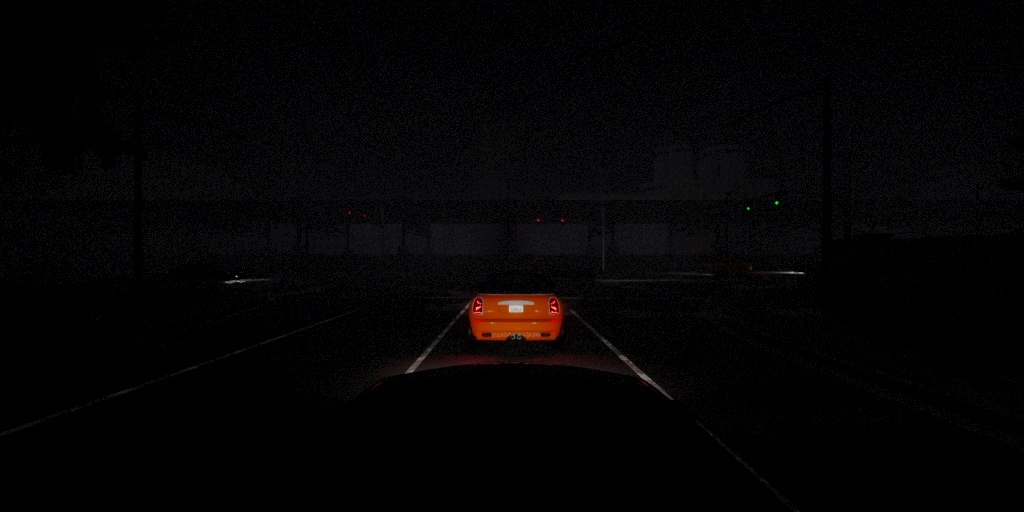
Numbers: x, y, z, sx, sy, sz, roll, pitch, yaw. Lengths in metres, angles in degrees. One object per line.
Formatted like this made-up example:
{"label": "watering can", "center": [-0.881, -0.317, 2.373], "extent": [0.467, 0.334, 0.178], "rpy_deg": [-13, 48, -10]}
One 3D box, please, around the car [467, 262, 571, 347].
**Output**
{"label": "car", "center": [0.083, 1.102, 9.471], "extent": [2.097, 1.767, 4.553], "rpy_deg": [0, 0, 0]}

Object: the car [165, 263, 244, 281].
{"label": "car", "center": [-25.283, 1.293, 29.530], "extent": [5.357, 1.411, 2.033], "rpy_deg": [0, 0, 2]}

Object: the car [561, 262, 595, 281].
{"label": "car", "center": [4.178, 1.216, 28.779], "extent": [4.902, 1.511, 2.128], "rpy_deg": [0, 0, 1]}

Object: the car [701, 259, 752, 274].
{"label": "car", "center": [23.227, 1.093, 39.000], "extent": [5.008, 1.535, 1.882], "rpy_deg": [-1, 0, 1]}

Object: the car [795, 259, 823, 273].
{"label": "car", "center": [33.137, 1.060, 38.746], "extent": [4.181, 1.385, 1.994], "rpy_deg": [-1, 0, 1]}
